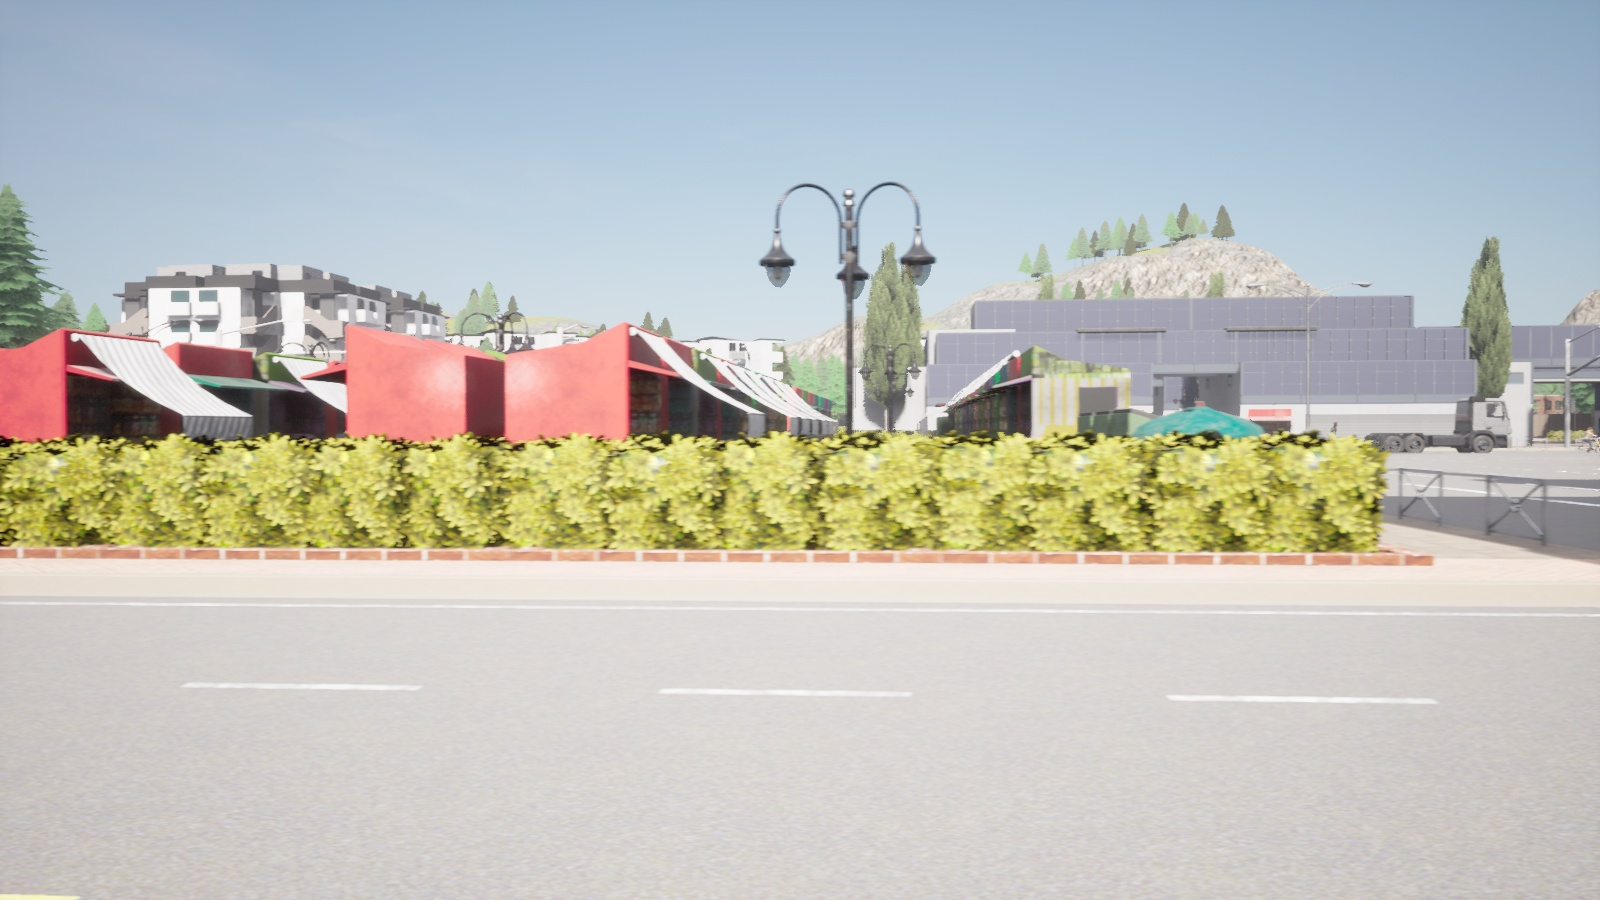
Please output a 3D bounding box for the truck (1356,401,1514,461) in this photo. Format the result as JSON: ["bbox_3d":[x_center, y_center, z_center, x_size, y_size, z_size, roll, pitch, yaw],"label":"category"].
[{"bbox_3d":[37.885,-1.161,75.169,7.936,3.462,2.891,0,1,6],"label":"truck"}]
